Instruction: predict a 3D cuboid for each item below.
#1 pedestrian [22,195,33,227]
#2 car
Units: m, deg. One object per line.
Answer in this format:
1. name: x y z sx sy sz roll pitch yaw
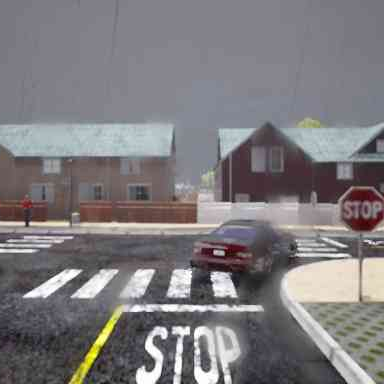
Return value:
1. pedestrian: -9.366 1.051 18.859 0.375 1.860 0.375 0 0 1
2. car: 1.847 1.562 10.326 2.033 1.411 5.357 0 -1 28
